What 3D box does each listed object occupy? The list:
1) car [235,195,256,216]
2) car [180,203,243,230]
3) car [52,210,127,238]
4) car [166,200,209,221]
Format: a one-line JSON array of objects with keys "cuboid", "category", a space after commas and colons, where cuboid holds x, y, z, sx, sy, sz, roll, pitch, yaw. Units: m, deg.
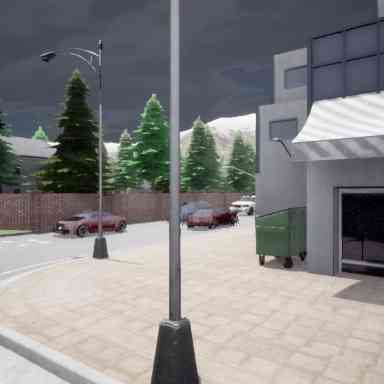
[{"cuboid": [6.137, 1.398, 35.409, 2.150, 2.045, 5.566, 0, 0, 36], "category": "car"}, {"cuboid": [1.467, 1.740, 23.034, 1.994, 1.385, 4.181, 0, 0, 37], "category": "car"}, {"cuboid": [-5.827, 1.740, 19.270, 1.994, 1.385, 4.181, 0, 0, 37], "category": "car"}, {"cuboid": [-0.040, 1.528, 27.085, 2.097, 1.767, 4.553, 0, 0, 37], "category": "car"}]
